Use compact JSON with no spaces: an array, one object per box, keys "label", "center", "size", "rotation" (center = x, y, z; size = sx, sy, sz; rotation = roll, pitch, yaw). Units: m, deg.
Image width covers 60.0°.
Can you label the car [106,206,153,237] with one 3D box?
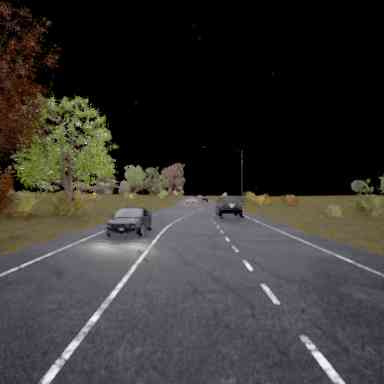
[{"label":"car","center":[-3.398,1.565,18.768],"size":[1.882,1.535,5.008],"rotation":[0,0,2]}]

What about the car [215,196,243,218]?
[{"label":"car","center":[3.479,1.363,31.678],"size":[2.150,2.045,5.566],"rotation":[0,0,0]}]

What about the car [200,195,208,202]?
[{"label":"car","center":[3.443,1.917,93.450],"size":[1.837,1.490,4.892],"rotation":[0,0,0]}]

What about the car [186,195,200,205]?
[{"label":"car","center":[-0.041,1.645,65.400],"size":[2.097,1.767,4.553],"rotation":[0,0,0]}]
